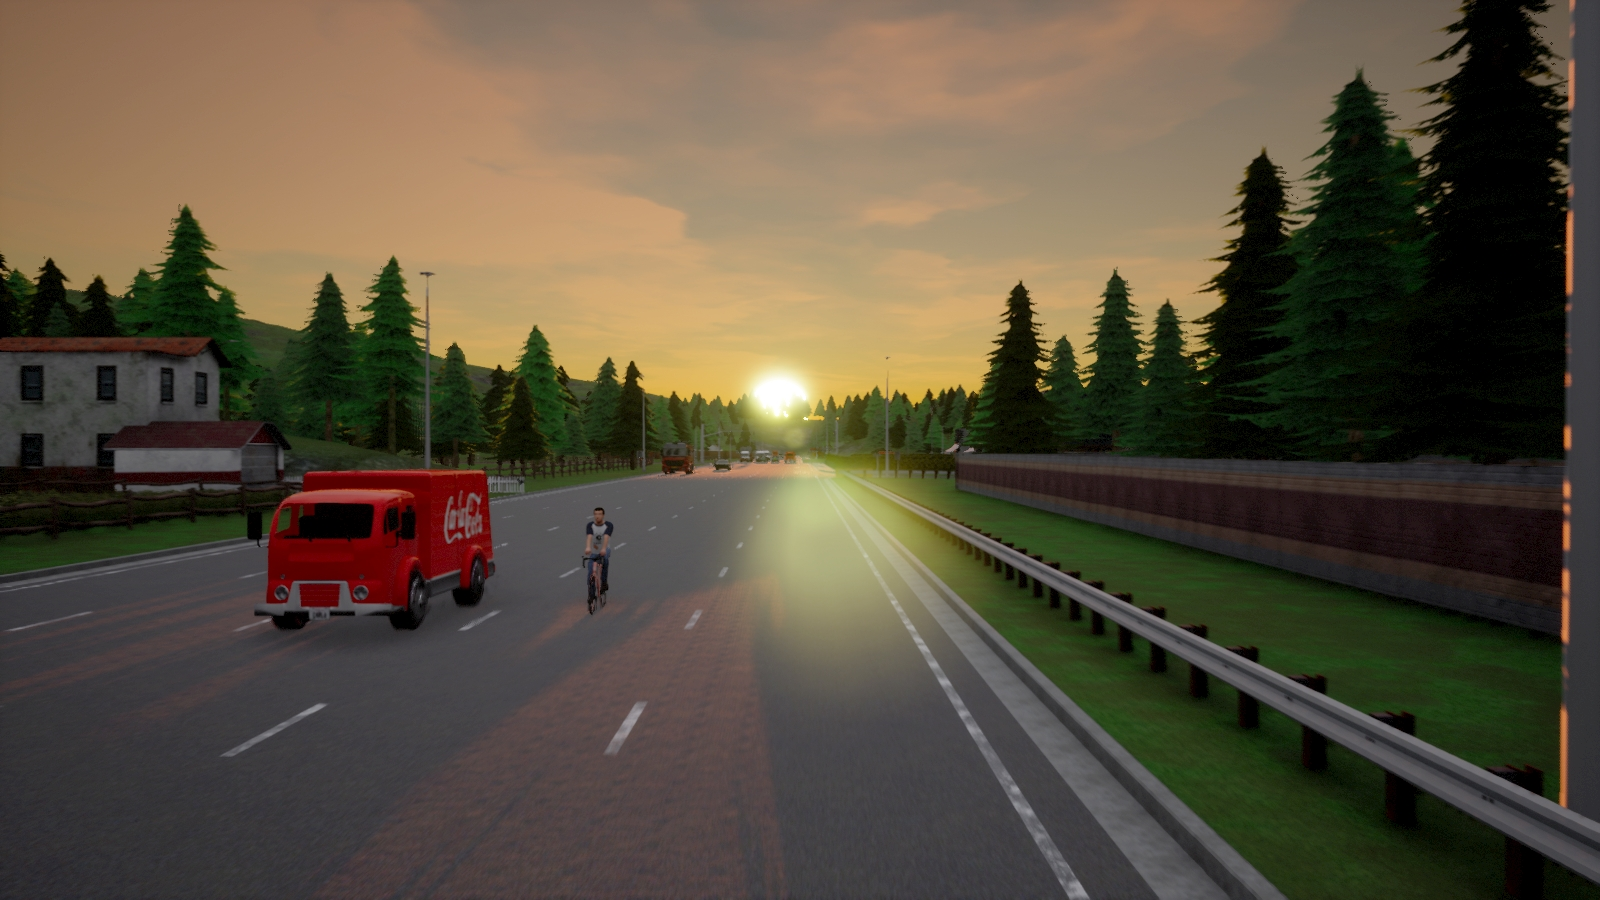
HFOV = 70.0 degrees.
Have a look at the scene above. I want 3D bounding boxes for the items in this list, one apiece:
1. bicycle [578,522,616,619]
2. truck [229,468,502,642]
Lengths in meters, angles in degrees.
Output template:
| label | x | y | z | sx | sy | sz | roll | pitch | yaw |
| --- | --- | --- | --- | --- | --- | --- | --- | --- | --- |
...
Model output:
| label | x | y | z | sx | sy | sz | roll | pitch | yaw |
| --- | --- | --- | --- | --- | --- | --- | --- | --- | --- |
| bicycle | -3.507 | 2.056 | 19.838 | 0.373 | 1.496 | 1.643 | 0 | 0 | 0 |
| truck | -7.005 | 1.570 | 19.243 | 2.627 | 2.467 | 5.204 | 0 | 0 | 0 |
